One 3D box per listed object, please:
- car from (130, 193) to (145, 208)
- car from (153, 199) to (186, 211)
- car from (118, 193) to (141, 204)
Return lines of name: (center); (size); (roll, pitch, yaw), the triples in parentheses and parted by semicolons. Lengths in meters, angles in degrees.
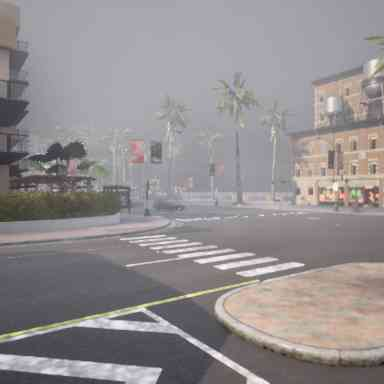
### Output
car: (-8.818, 1.366, 49.651); (2.097, 1.767, 4.553); (0, 0, -35)
car: (-2.949, 1.562, 41.273); (2.033, 1.411, 5.357); (0, 0, -35)
car: (-12.672, 1.241, 67.347); (2.150, 2.045, 5.566); (0, 0, -38)
